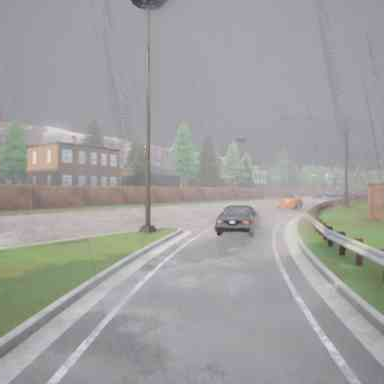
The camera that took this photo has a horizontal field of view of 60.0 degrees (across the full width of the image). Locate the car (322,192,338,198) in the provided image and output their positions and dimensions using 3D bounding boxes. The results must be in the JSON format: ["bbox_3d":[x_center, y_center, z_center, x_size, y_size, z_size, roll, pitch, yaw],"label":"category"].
[{"bbox_3d":[36.182,0.825,86.362,1.882,1.535,5.008,1,1,36],"label":"car"}]

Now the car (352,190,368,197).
[{"bbox_3d":[42.052,0.751,82.528,2.097,1.767,4.553,1,1,36],"label":"car"}]

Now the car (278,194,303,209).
[{"bbox_3d":[11.563,1.046,38.856,2.097,1.767,4.553,1,1,28],"label":"car"}]

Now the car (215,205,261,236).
[{"bbox_3d":[2.516,1.402,17.457,2.033,1.411,5.357,0,1,16],"label":"car"}]

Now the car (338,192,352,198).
[{"bbox_3d":[39.249,0.923,84.626,1.994,1.385,4.181,1,1,36],"label":"car"}]

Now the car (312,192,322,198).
[{"bbox_3d":[33.361,0.847,88.435,2.128,1.511,4.902,1,1,36],"label":"car"}]
